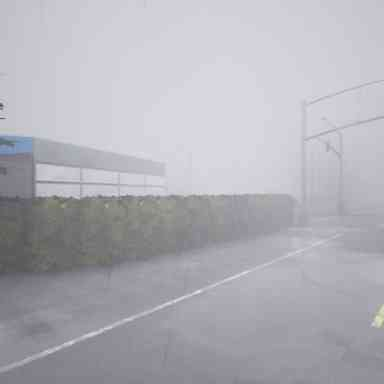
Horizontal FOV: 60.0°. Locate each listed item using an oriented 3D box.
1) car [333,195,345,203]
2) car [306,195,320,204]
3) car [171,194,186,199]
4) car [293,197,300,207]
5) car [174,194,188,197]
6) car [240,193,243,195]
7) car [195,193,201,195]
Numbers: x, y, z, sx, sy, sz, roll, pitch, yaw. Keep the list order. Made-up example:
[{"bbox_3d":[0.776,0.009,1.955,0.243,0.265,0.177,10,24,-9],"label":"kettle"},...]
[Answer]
[{"bbox_3d":[28.923,1.374,65.249,1.845,1.501,3.633,0,0,38],"label":"car"},{"bbox_3d":[22.009,1.384,61.231,1.970,1.475,3.806,0,0,38],"label":"car"},{"bbox_3d":[-3.537,1.232,89.811,1.970,1.475,3.806,0,0,38],"label":"car"},{"bbox_3d":[12.918,1.339,44.716,2.007,1.523,4.514,0,0,38],"label":"car"},{"bbox_3d":[-2.061,1.298,66.121,2.007,1.523,4.514,0,0,38],"label":"car"},{"bbox_3d":[11.810,1.077,78.250,1.905,1.878,3.866,0,0,38],"label":"car"},{"bbox_3d":[1.722,1.153,86.119,2.152,1.636,5.027,0,0,38],"label":"car"}]
